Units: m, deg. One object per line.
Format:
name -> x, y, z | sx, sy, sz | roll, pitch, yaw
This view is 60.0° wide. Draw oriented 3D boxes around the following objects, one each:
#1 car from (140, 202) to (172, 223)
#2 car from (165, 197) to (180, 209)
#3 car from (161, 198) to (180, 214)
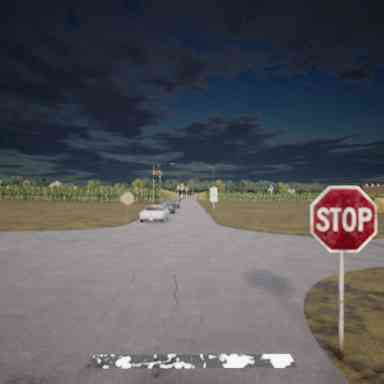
car -> -3.005, 1.764, 27.140 | 1.895, 1.301, 4.718 | 0, 0, 2
car -> -2.940, 1.731, 51.966 | 2.097, 1.767, 4.553 | 0, -1, 0
car -> -2.924, 1.748, 38.945 | 2.128, 1.511, 4.902 | 0, -1, 0
